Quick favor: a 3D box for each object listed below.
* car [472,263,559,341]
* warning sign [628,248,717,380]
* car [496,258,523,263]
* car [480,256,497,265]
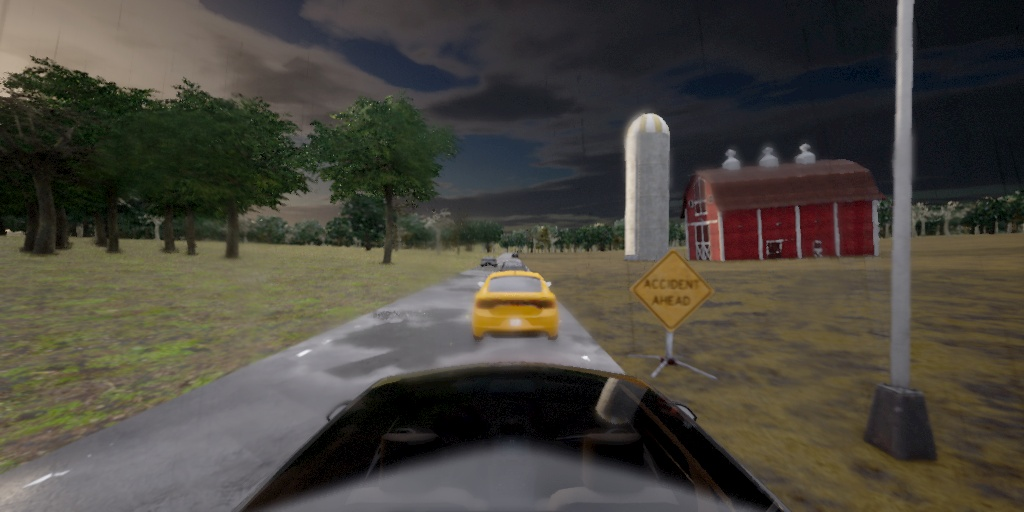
[{"bbox_3d":[0.077,1.118,9.557,1.882,1.535,5.008,0,1,0],"label":"car"},{"bbox_3d":[2.450,0.810,5.619,1.300,1.860,1.060,0,0,0],"label":"warning sign"},{"bbox_3d":[0.086,1.010,26.229,1.895,1.301,4.718,0,1,0],"label":"car"},{"bbox_3d":[-2.824,0.724,44.271,1.994,1.385,4.181,0,1,0],"label":"car"}]
